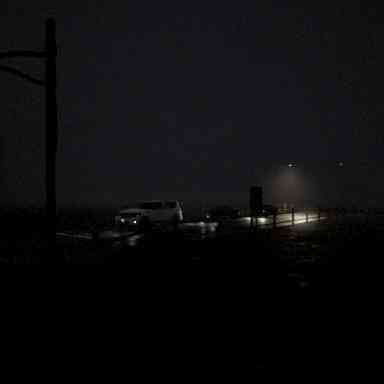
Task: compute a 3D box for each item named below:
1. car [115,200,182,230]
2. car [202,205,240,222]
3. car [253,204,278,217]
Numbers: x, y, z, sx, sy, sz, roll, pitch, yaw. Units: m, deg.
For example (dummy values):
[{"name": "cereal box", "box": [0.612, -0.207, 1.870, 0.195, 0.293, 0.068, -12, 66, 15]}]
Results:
[{"name": "car", "box": [-3.012, 1.607, 24.514, 2.150, 2.045, 5.566, 0, -1, 36]}, {"name": "car", "box": [2.912, 2.070, 32.669, 2.128, 1.511, 4.902, 0, -1, 36]}, {"name": "car", "box": [9.008, 2.258, 41.047, 1.882, 1.535, 5.008, 0, -1, 36]}]
